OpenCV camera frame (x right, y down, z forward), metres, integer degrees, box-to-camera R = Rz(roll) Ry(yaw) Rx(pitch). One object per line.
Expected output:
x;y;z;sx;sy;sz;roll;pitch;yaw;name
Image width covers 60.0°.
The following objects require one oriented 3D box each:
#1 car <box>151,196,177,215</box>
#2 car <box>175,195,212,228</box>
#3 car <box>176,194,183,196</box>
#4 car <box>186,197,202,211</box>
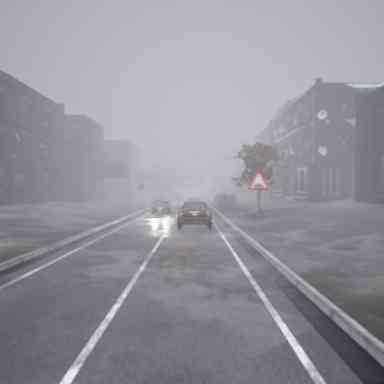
-2.988;1.420;33.369;2.128;1.511;4.902;0;0;0;car
0.167;1.322;21.759;2.097;1.767;4.553;0;0;0;car
-2.763;1.248;74.832;1.837;1.490;4.892;0;0;0;car
0.224;1.404;40.297;1.837;1.490;4.892;0;0;0;car
